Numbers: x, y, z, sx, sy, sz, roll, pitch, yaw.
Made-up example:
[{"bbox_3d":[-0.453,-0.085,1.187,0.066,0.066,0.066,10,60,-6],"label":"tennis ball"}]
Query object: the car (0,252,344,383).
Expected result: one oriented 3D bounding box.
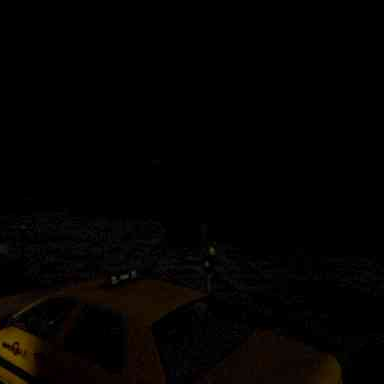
[{"bbox_3d":[-0.947,1.520,3.645,4.829,1.417,1.752,0,0,36],"label":"car"}]
